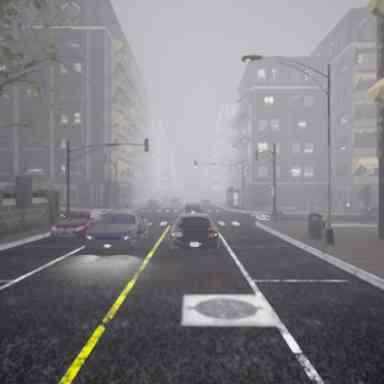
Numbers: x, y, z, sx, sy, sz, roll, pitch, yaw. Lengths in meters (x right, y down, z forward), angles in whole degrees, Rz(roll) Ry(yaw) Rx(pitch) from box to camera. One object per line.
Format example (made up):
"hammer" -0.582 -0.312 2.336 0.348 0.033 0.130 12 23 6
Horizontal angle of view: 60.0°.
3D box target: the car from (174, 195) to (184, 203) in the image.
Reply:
"car" -3.087 1.602 78.084 2.097 1.767 4.553 0 0 0

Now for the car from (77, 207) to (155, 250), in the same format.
"car" -3.085 1.593 14.800 2.033 1.411 5.357 0 0 0

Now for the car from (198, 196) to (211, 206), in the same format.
"car" 2.619 1.742 60.731 2.008 1.369 4.403 0 0 0

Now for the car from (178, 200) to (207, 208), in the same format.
"car" 0.066 1.658 29.979 1.994 1.385 4.181 0 0 0

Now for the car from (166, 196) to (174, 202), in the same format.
"car" -5.793 1.807 88.750 1.752 1.417 4.829 0 0 0

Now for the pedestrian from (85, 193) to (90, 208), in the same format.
"pedestrian" -12.758 1.030 40.437 0.375 1.860 0.375 0 -1 -1

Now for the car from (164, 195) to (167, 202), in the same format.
"car" -5.782 1.561 77.643 2.192 1.841 5.009 0 0 0

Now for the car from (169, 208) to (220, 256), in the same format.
"car" 0.088 1.567 13.268 1.812 1.442 4.674 0 0 0

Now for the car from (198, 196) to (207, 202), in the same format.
"car" 2.593 1.704 83.286 1.967 1.590 4.097 0 0 0

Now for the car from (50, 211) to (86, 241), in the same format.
"car" -5.711 1.635 17.039 1.802 1.307 4.206 0 0 0

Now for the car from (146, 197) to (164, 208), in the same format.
"car" -5.749 1.595 49.450 1.967 1.590 4.097 0 0 0

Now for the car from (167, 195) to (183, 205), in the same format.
"car" -3.104 1.675 62.543 1.882 1.535 5.008 0 0 1

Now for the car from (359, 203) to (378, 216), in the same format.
"car" 21.352 1.941 37.925 4.097 1.590 1.967 1 -1 -1
